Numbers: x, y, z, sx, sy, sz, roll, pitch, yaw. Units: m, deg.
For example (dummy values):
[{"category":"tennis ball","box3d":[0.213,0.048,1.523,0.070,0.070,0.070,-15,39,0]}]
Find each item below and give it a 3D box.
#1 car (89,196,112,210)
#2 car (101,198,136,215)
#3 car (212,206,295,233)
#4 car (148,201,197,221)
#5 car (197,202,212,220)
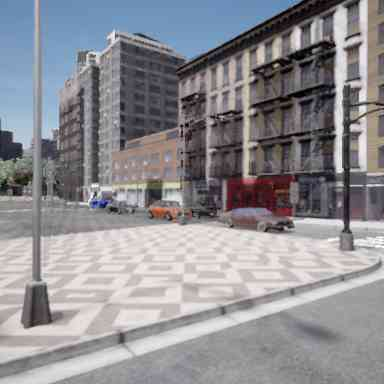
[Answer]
[{"category":"car","box3d":[-13.641,1.570,50.240,2.150,2.045,5.566,0,0,-36]},{"category":"car","box3d":[-7.966,1.748,37.135,2.128,1.511,4.902,0,-1,-36]},{"category":"car","box3d":[3.858,1.670,21.011,2.033,1.411,5.357,0,-1,-33]},{"category":"car","box3d":[-1.976,1.544,28.942,2.097,1.767,4.553,0,-1,-36]},{"category":"car","box3d":[0.303,1.714,31.204,1.837,1.490,4.892,0,-1,-36]}]
